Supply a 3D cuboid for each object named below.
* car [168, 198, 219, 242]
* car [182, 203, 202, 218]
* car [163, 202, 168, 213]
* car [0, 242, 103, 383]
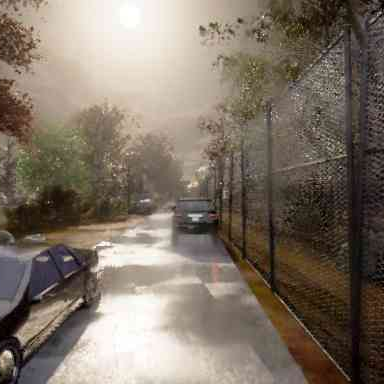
[{"bbox_3d":[0.129,1.299,16.990,2.150,2.045,5.566,0,-1,0],"label":"car"},{"bbox_3d":[-0.003,1.890,34.860,1.994,1.385,4.181,0,-1,0],"label":"car"},{"bbox_3d":[-3.010,2.120,46.549,2.033,1.411,5.357,0,-1,0],"label":"car"},{"bbox_3d":[-2.857,1.558,5.142,2.033,1.411,5.357,0,0,0],"label":"car"}]
